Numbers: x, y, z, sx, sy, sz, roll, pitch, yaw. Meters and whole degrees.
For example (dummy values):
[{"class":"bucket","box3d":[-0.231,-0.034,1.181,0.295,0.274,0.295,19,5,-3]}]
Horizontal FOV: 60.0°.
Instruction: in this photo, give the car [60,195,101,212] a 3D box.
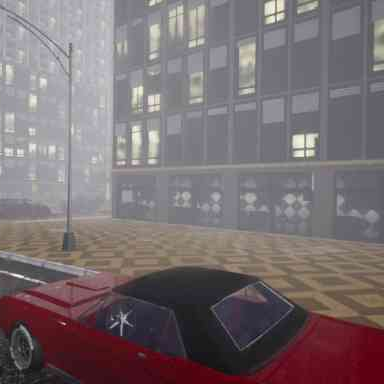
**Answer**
[{"class":"car","box3d":[-14.052,1.424,42.717,2.150,2.045,5.566,1,0,37]}]

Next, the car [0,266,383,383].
[{"class":"car","box3d":[-0.333,1.600,3.927,4.718,1.301,1.895,0,0,36]}]

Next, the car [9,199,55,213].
[{"class":"car","box3d":[-19.211,1.641,40.138,1.752,1.417,4.829,1,0,37]}]

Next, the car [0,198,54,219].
[{"class":"car","box3d":[-15.737,1.517,30.754,2.192,1.841,5.009,1,0,37]}]

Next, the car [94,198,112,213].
[{"class":"car","box3d":[-8.916,1.828,39.949,1.752,1.417,4.829,1,0,37]}]

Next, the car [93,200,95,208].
[{"class":"car","box3d":[-9.861,1.878,43.015,1.895,1.301,4.718,1,0,37]}]
